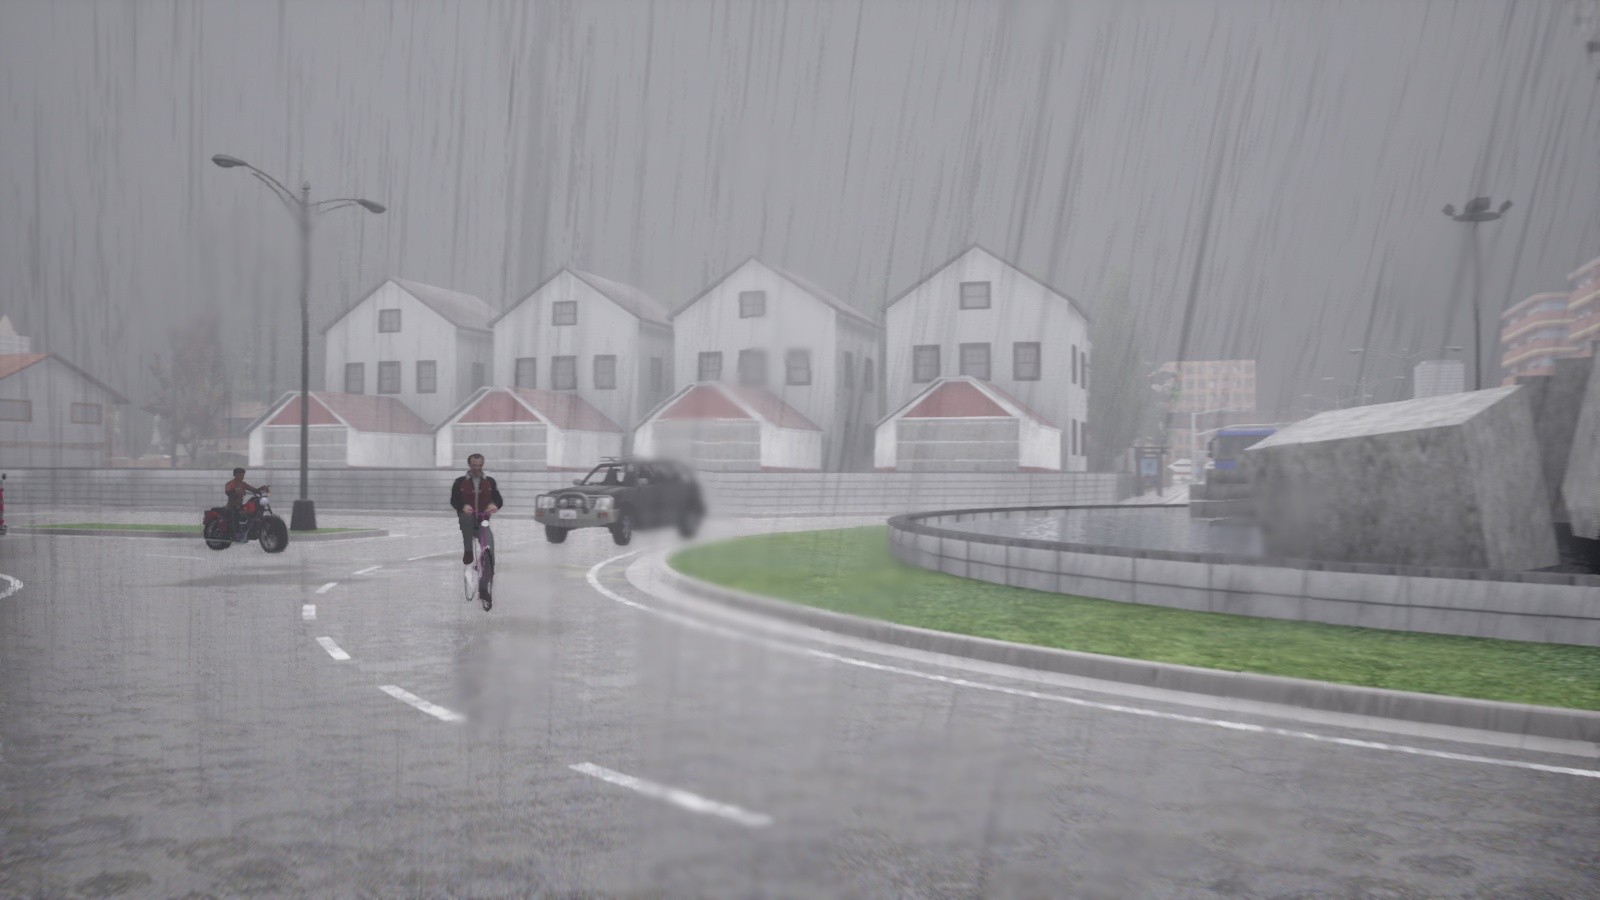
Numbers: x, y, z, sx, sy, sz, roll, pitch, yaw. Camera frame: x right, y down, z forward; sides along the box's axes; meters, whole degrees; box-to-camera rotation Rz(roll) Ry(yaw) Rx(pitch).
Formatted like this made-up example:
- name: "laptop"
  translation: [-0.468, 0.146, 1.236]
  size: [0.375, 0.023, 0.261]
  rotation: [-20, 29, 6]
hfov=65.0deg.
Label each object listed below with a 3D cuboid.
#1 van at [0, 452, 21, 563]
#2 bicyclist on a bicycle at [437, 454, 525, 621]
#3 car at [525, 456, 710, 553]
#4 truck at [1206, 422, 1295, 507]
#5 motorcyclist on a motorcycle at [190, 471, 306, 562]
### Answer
- name: "van"
  translation: [-16.610, 1.042, 22.859]
  size: [4.442, 1.987, 1.775]
  rotation: [-1, -1, 21]
- name: "bicyclist on a bicycle"
  translation: [-3.666, 0.946, 14.332]
  size: [0.659, 1.776, 1.843]
  rotation: [0, -1, -24]
- name: "car"
  translation: [-3.909, 1.113, 27.781]
  size: [1.932, 1.855, 4.605]
  rotation: [0, 1, 23]
- name: "truck"
  translation: [20.123, 0.664, 55.843]
  size: [2.891, 3.462, 7.936]
  rotation: [-1, -1, 26]
- name: "motorcyclist on a motorcycle"
  translation: [-10.478, 1.223, 23.816]
  size: [2.350, 1.649, 0.766]
  rotation: [-1, 0, 30]
